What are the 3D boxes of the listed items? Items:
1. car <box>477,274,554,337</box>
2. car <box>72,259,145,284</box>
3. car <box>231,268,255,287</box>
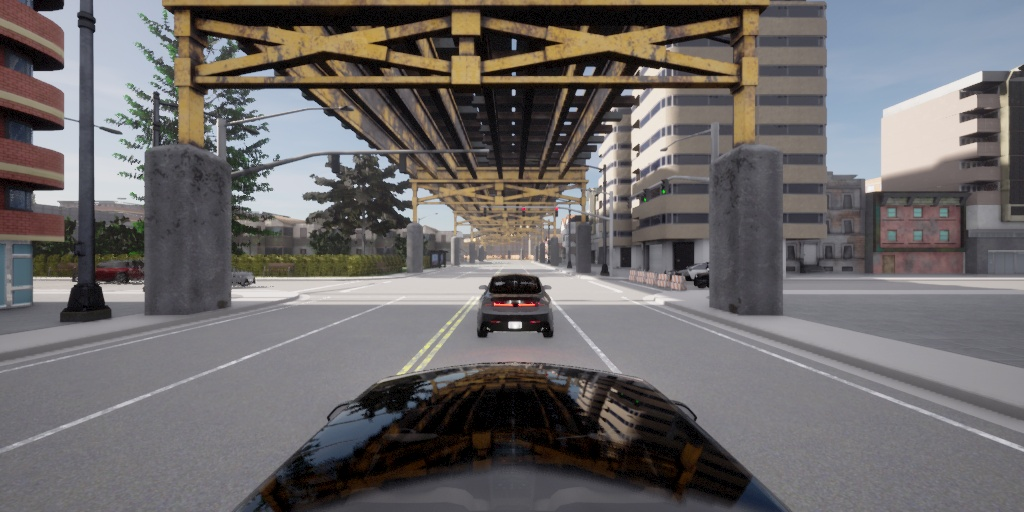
[{"bbox_3d":[0.089,1.255,10.211,1.837,1.490,4.892,0,0,0],"label":"car"},{"bbox_3d":[-28.862,1.102,26.073,4.553,1.767,2.097,0,0,1],"label":"car"},{"bbox_3d":[-18.710,1.241,22.319,4.902,1.511,2.128,0,0,0],"label":"car"}]
